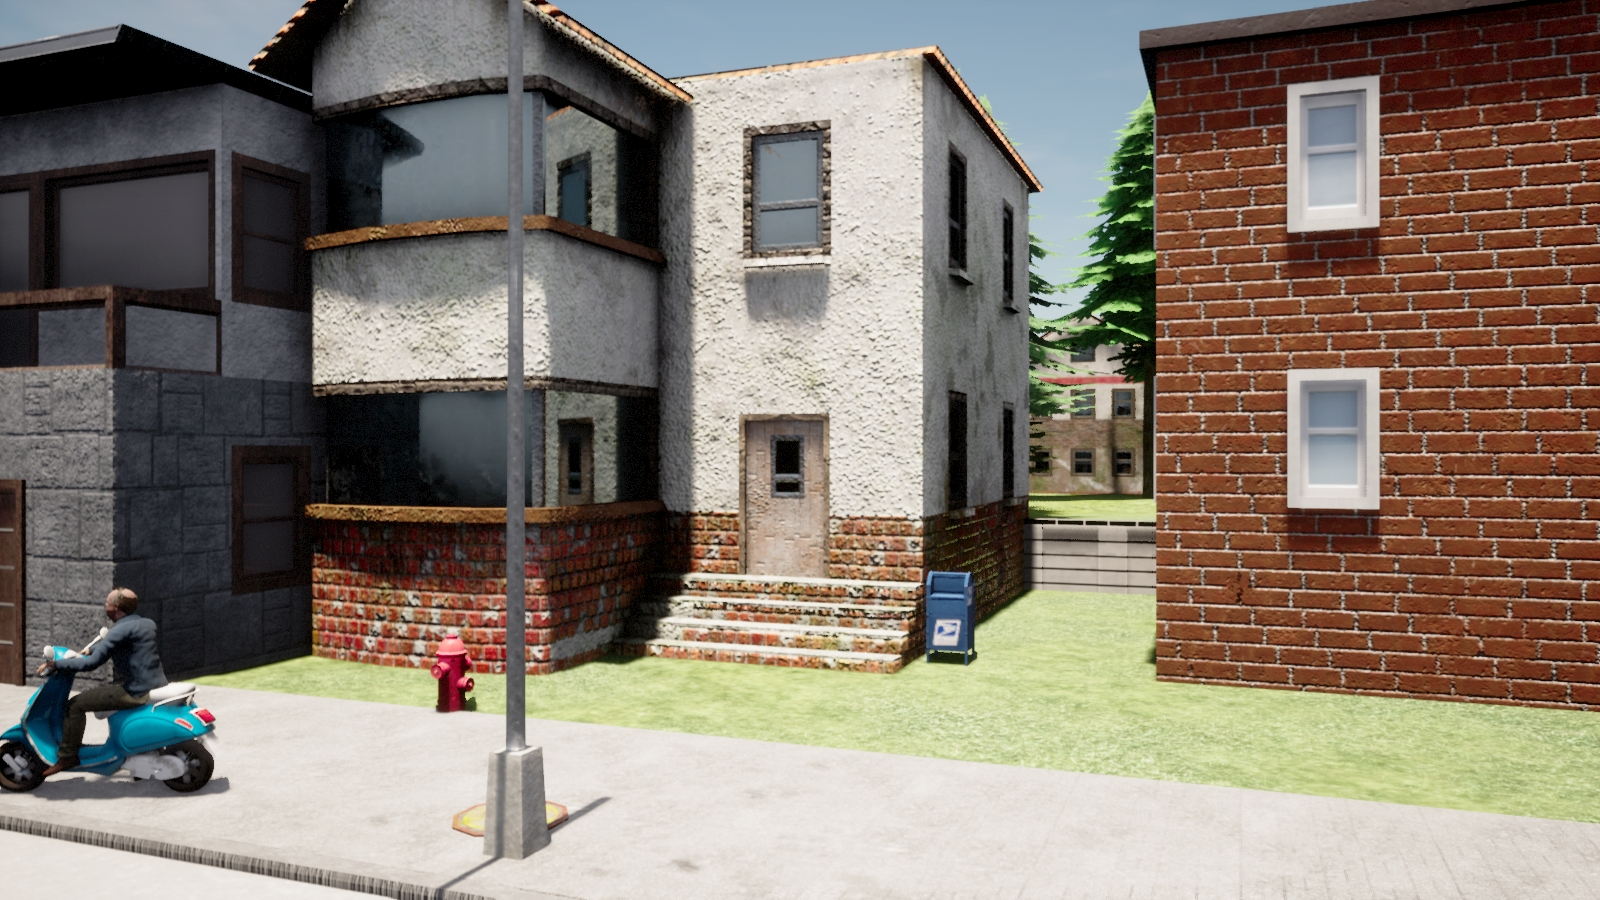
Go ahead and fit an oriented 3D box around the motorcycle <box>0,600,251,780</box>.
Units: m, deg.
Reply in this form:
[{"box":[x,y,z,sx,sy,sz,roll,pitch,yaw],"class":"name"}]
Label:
[{"box":[-5.442,1.861,9.019,1.805,1.236,0.856,0,0,1],"class":"motorcycle"}]
